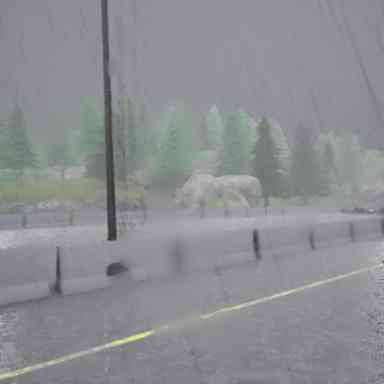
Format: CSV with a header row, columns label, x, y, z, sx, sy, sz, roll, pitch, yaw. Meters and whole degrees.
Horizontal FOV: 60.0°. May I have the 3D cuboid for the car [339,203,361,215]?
label,x,y,z,sx,sy,sz,roll,pitch,yaw
car,23.615,2.391,48.887,4.553,1.767,2.097,2,-2,-37

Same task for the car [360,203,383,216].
label,x,y,z,sx,sy,sz,roll,pitch,yaw
car,26.045,2.473,46.344,4.902,1.511,2.128,2,-2,-38
